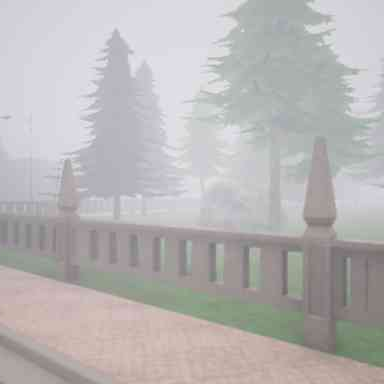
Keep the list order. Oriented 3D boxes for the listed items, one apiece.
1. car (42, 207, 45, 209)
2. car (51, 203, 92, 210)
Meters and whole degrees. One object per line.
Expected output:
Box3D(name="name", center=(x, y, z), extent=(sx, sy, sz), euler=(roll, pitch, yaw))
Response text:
Box3D(name="car", center=(-16.986, 1.441, 42.150), extent=(1.837, 1.490, 4.892), euler=(0, 0, 36))
Box3D(name="car", center=(-14.137, 1.434, 40.117), extent=(2.128, 1.511, 4.902), euler=(0, 0, 36))
